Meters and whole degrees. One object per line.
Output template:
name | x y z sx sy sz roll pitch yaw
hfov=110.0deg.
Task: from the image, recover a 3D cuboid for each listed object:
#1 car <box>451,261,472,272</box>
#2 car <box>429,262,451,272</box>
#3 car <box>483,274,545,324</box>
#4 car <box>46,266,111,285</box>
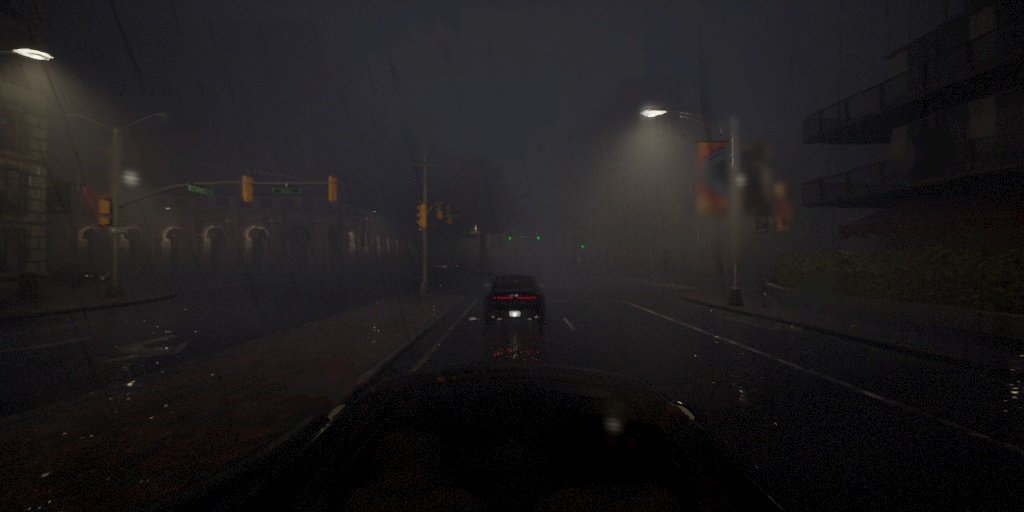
car | -8.046 1.804 57.349 1.812 1.442 4.674 0 -1 0
car | -11.536 1.806 57.575 1.812 1.442 4.674 0 -1 0
car | 0.077 1.357 12.356 1.837 1.490 4.892 0 0 0
car | -33.897 1.487 27.557 4.902 1.511 2.128 0 -1 0
